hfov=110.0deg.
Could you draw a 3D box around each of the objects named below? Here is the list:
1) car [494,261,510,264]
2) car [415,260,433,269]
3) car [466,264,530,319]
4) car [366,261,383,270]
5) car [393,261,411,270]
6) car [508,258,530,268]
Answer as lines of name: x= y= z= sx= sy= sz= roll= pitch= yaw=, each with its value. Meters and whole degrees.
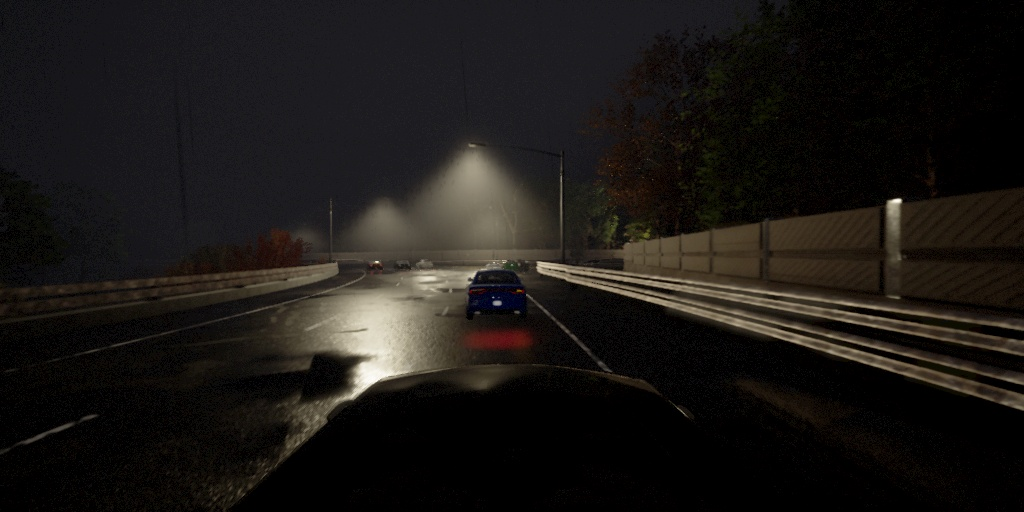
car: x=-1.483 y=1.311 z=31.605 sx=1.895 sy=1.301 sz=4.718 roll=0 pitch=0 yaw=2
car: x=-13.174 y=1.250 z=53.791 sx=1.812 sy=1.442 sz=4.674 roll=0 pitch=0 yaw=-27
car: x=-0.588 y=1.213 z=12.882 sx=1.882 sy=1.535 sz=5.008 roll=0 pitch=0 yaw=-4
car: x=-19.817 y=1.357 z=51.528 sx=1.895 sy=1.301 sz=4.718 roll=0 pitch=0 yaw=-28
car: x=-15.764 y=1.340 z=51.297 sx=1.895 sy=1.301 sz=4.718 roll=0 pitch=0 yaw=-26
car: x=0.648 y=1.037 z=41.933 sx=2.097 sy=1.767 sz=4.553 roll=0 pitch=0 yaw=17
